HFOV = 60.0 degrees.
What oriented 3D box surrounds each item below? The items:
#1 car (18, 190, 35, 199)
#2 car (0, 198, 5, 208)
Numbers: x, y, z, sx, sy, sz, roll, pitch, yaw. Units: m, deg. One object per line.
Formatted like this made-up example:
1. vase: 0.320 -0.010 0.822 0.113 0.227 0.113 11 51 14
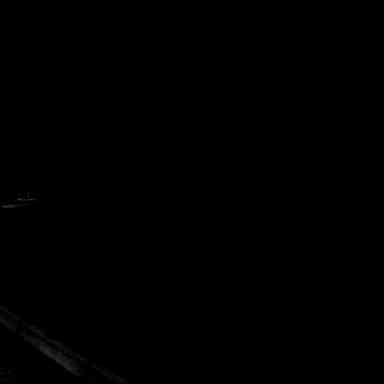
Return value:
1. car: -30.915 0.363 62.133 2.097 1.767 4.553 -1 2 -14
2. car: -22.044 1.121 36.268 2.128 1.511 4.902 -1 1 -12
